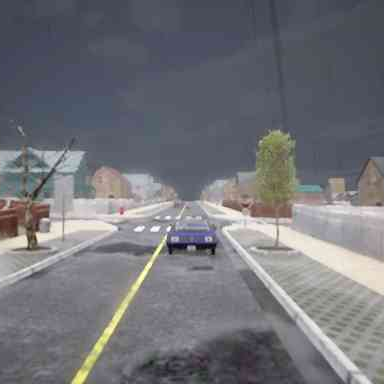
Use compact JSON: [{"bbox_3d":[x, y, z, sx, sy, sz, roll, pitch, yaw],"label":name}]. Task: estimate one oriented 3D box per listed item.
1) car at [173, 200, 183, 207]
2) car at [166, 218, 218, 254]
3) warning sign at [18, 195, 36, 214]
[{"bbox_3d":[-2.782,2.342,68.303,1.994,1.385,4.181,0,-1,0],"label":"car"},{"bbox_3d":[-0.005,1.741,14.119,1.895,1.301,4.718,0,-1,0],"label":"car"},{"bbox_3d":[-15.803,1.179,31.818,1.060,1.860,1.300,0,0,0],"label":"warning sign"}]
